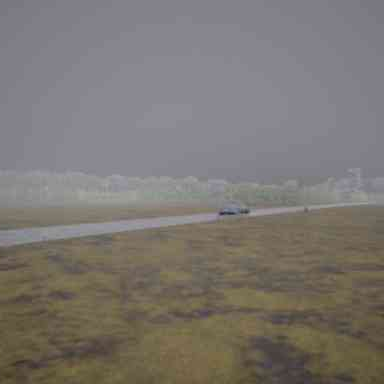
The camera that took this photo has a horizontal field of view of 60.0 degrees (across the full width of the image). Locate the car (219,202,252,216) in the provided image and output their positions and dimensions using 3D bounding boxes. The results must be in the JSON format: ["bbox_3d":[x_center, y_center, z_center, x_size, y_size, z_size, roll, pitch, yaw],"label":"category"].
[{"bbox_3d":[4.466,1.724,33.982,1.994,1.385,4.181,-1,-1,36],"label":"car"}]
